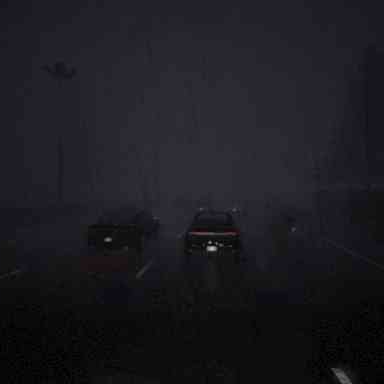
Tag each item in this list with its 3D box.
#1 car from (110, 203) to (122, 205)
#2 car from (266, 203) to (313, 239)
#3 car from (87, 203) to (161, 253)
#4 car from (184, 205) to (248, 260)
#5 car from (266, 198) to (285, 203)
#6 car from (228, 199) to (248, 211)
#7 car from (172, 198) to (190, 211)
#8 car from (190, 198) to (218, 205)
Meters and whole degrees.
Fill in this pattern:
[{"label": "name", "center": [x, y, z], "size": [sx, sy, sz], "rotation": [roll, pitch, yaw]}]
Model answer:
[{"label": "car", "center": [-4.828, 1.476, 22.934], "size": [1.812, 1.442, 4.674], "rotation": [0, 0, 9]}, {"label": "car", "center": [4.867, 1.497, 16.993], "size": [1.812, 1.442, 4.674], "rotation": [0, 0, 8]}, {"label": "car", "center": [-2.572, 1.448, 13.656], "size": [1.882, 1.535, 5.008], "rotation": [0, 0, 6]}, {"label": "car", "center": [0.805, 1.468, 12.326], "size": [2.128, 1.511, 4.902], "rotation": [0, 0, 5]}, {"label": "car", "center": [9.554, 1.441, 38.214], "size": [1.837, 1.490, 4.892], "rotation": [0, 0, 17]}, {"label": "car", "center": [4.490, 1.466, 33.210], "size": [1.812, 1.442, 4.674], "rotation": [0, 0, 14]}, {"label": "car", "center": [-0.881, 1.413, 39.895], "size": [2.128, 1.511, 4.902], "rotation": [0, 0, 16]}, {"label": "car", "center": [1.532, 1.437, 35.669], "size": [1.837, 1.490, 4.892], "rotation": [0, 0, 15]}]
